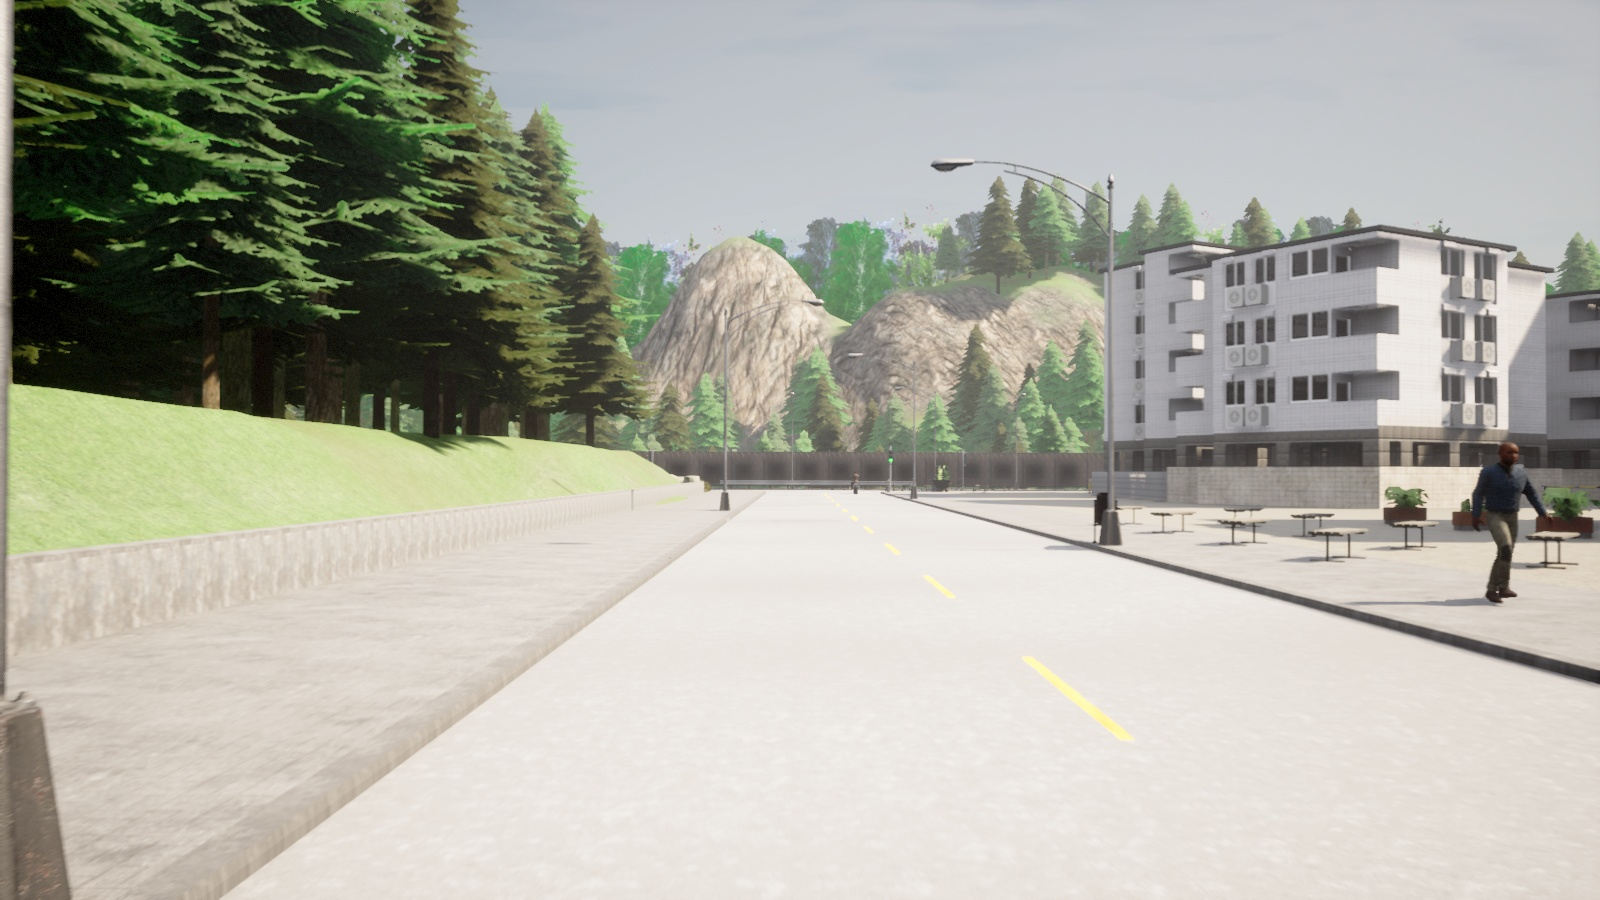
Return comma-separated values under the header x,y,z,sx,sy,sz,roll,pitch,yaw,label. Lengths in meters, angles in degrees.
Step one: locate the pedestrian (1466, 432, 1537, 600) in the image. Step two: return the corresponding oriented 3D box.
x,y,z,sx,sy,sz,roll,pitch,yaw,label
7.864,0.728,14.096,0.370,1.835,0.726,0,-1,1,pedestrian
